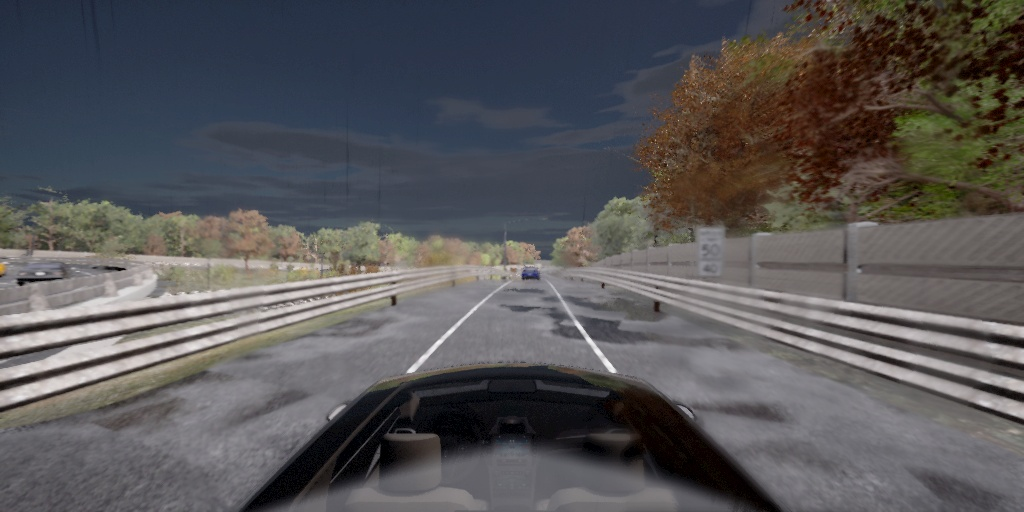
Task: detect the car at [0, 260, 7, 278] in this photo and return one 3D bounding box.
[{"bbox_3d":[-39.799,0.858,27.020,5.008,1.535,1.882,1,0,38],"label":"car"}]

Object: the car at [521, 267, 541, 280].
[{"bbox_3d":[2.082,1.938,40.638,1.882,1.535,5.008,1,-3,4],"label":"car"}]

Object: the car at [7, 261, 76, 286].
[{"bbox_3d":[-28.581,1.033,22.076,5.357,1.411,2.033,1,0,44],"label":"car"}]
